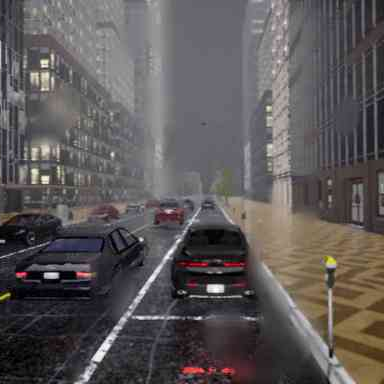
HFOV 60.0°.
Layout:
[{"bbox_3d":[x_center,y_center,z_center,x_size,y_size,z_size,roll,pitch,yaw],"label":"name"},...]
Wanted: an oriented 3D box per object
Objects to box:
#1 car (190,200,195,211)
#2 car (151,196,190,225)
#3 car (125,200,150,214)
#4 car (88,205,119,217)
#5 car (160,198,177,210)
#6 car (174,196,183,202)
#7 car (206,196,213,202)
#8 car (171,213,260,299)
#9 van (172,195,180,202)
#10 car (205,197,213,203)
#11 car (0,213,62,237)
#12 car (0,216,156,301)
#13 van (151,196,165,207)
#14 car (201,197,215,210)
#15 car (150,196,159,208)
[{"bbox_3d":[-0.644,1.691,43.226,1.812,1.442,4.674,-1,0,3],"label":"car"},{"bbox_3d":[-1.531,1.466,25.618,2.097,1.767,4.553,-1,0,3],"label":"car"},{"bbox_3d":[-6.583,1.764,38.886,2.008,1.369,4.403,0,0,3],"label":"car"},{"bbox_3d":[-7.217,1.763,27.518,1.802,1.307,4.206,0,0,3],"label":"car"},{"bbox_3d":[-3.358,1.725,48.533,1.837,1.490,4.892,-1,-1,3],"label":"car"},{"bbox_3d":[-3.723,1.909,90.036,1.947,1.339,4.313,0,0,3],"label":"car"},{"bbox_3d":[4.334,1.766,84.040,1.752,1.417,4.829,0,0,3],"label":"car"},{"bbox_3d":[0.566,1.532,8.521,1.837,1.490,4.892,-1,0,3],"label":"car"},{"bbox_3d":[-4.042,1.671,84.353,1.690,1.788,3.998,0,0,3],"label":"van"},{"bbox_3d":[4.008,1.809,78.187,1.802,1.307,4.206,0,0,3],"label":"car"},{"bbox_3d":[-7.853,1.712,16.153,1.947,1.339,4.313,0,0,3],"label":"car"},{"bbox_3d":[-2.472,1.609,8.699,2.033,1.411,5.357,-1,0,3],"label":"car"},{"bbox_3d":[-5.631,1.602,55.937,1.690,1.788,3.998,0,0,3],"label":"van"},{"bbox_3d":[2.102,1.705,44.089,1.947,1.339,4.313,0,0,3],"label":"car"},{"bbox_3d":[-5.947,1.790,50.253,1.887,1.381,4.507,0,0,3],"label":"car"}]
